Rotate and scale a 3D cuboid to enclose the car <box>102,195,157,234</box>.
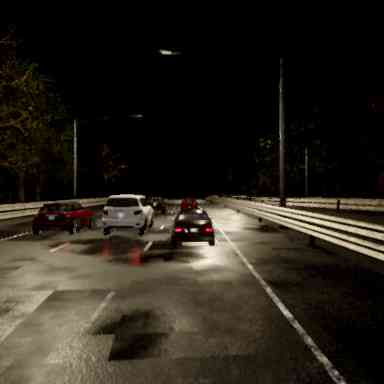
[{"bbox_3d":[-3.502,1.184,18.932,2.150,2.045,5.566,0,0,-1],"label":"car"}]

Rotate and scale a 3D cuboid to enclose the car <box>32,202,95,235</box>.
[{"bbox_3d":[-7.004,1.316,18.672,2.097,1.767,4.553,0,0,0],"label":"car"}]

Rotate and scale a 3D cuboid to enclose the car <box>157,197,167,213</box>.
[{"bbox_3d":[-3.781,1.296,35.413,2.097,1.767,4.553,0,0,-1],"label":"car"}]

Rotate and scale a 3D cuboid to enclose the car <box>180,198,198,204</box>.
[{"bbox_3d":[-0.318,1.419,37.225,1.882,1.535,5.008,0,0,-1],"label":"car"}]

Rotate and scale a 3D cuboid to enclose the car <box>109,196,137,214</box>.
[{"bbox_3d":[-7.282,1.298,35.404,2.097,1.767,4.553,0,0,-1],"label":"car"}]

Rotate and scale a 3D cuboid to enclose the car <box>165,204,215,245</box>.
[{"bbox_3d":[0.036,1.515,15.313,2.033,1.411,5.357,0,0,0],"label":"car"}]
